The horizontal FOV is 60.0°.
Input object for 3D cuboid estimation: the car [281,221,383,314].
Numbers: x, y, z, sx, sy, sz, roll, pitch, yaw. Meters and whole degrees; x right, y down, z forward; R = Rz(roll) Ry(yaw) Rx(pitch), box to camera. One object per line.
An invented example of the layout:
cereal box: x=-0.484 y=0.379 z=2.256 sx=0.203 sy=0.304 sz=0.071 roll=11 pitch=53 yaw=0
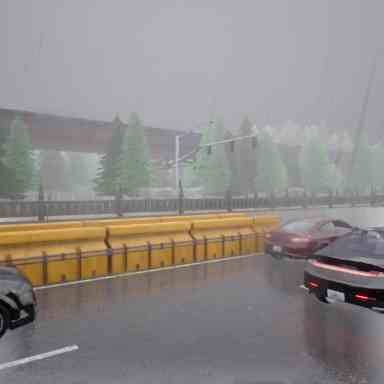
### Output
car: x=4.360 y=1.491 z=6.902 sx=4.902 sy=1.511 sz=2.128 roll=0 pitch=0 yaw=-35

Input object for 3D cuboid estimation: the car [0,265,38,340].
car: x=-4.550 y=1.564 z=4.799 sx=4.181 sy=1.385 sz=1.994 roll=0 pitch=0 yaw=-35

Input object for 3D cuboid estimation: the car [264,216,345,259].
car: x=4.422 y=1.526 z=11.234 sx=4.674 sy=1.442 sz=1.812 roll=0 pitch=0 yaw=-35
